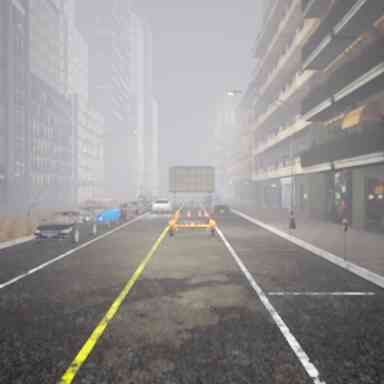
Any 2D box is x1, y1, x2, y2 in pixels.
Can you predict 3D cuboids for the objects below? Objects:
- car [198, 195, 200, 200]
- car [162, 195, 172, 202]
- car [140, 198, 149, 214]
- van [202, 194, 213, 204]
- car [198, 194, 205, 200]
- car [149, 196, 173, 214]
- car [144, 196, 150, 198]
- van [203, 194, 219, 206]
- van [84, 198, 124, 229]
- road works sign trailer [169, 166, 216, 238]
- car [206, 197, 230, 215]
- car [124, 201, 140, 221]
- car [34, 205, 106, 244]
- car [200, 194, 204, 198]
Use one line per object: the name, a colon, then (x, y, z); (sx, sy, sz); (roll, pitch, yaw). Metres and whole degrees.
car: (2.725, 1.436, 87.246); (1.947, 1.339, 4.313); (0, 0, 0)
car: (-5.661, 1.443, 76.204); (1.947, 1.339, 4.313); (0, 0, 0)
car: (-5.680, 1.498, 32.022); (1.947, 1.339, 4.313); (0, 0, 0)
van: (2.712, 1.236, 59.631); (1.690, 1.788, 3.998); (0, 0, 0)
car: (2.727, 1.393, 92.938); (1.752, 1.417, 4.829); (0, 0, 0)
car: (-3.079, 1.454, 34.410); (1.812, 1.442, 4.674); (0, 0, 0)
car: (-5.675, 1.355, 43.068); (1.967, 1.590, 4.097); (0, 0, 0)
van: (2.705, 1.256, 43.063); (1.690, 1.788, 3.998); (0, 0, 0)
van: (-5.685, 1.295, 20.975); (1.690, 1.788, 3.998); (0, 0, 0)
road works sign trailer: (0.007, 0.426, 17.346); (2.380, 3.560, 2.880); (0, 0, 0)
car: (2.701, 1.483, 32.018); (2.008, 1.369, 4.403); (0, 0, 0)
car: (-5.682, 1.487, 26.499); (1.887, 1.381, 4.507); (0, 0, 0)
car: (-5.687, 1.516, 15.453); (2.008, 1.369, 4.403); (0, 0, 0)
car: (2.711, 1.446, 54.108); (1.887, 1.381, 4.507); (0, 0, 0)
